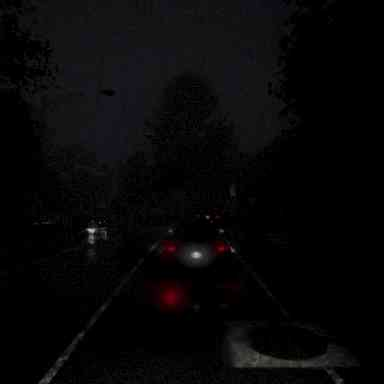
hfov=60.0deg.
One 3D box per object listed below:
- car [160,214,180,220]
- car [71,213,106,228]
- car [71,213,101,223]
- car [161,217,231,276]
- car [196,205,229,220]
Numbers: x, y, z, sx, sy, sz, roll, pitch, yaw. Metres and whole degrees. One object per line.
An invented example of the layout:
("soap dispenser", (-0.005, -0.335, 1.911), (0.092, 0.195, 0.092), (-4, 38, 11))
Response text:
("car", (-4.070, 5.123, 66.557), (4.718, 1.301, 1.895), (1, -4, -5))
("car", (-10.895, 2.957, 34.854), (4.892, 1.490, 1.837), (-4, -6, 44))
("car", (-18.061, 4.435, 56.839), (1.882, 1.535, 5.008), (-2, -5, 27))
("car", (0.134, 1.692, 10.785), (1.994, 1.385, 4.181), (0, -2, 1))
("car", (1.775, 2.169, 27.562), (2.150, 2.045, 5.566), (-1, -4, 13))
